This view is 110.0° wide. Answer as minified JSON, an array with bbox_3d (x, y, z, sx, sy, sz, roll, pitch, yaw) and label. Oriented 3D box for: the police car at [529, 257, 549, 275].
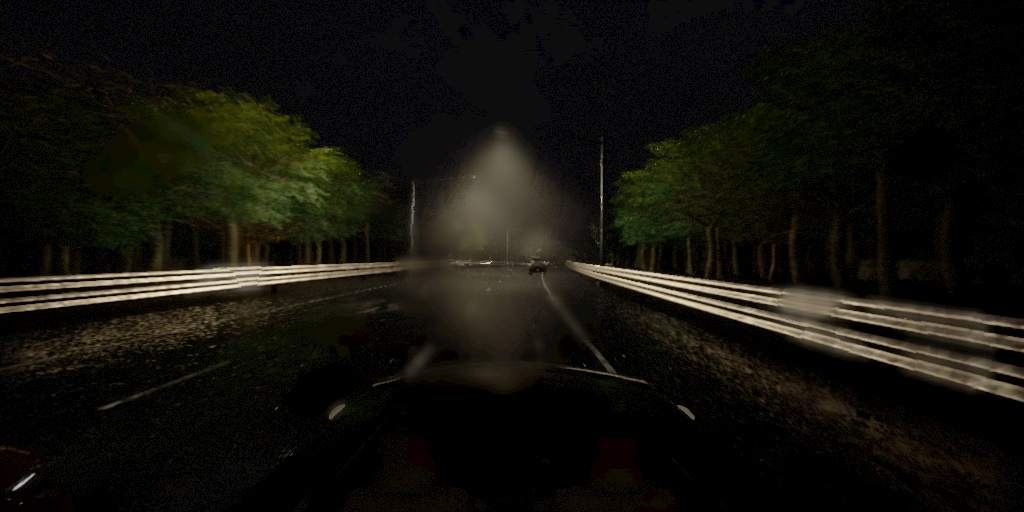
[{"bbox_3d":[2.926,1.251,40.087,1.930,1.638,5.238,0,0,5],"label":"police car"}]
